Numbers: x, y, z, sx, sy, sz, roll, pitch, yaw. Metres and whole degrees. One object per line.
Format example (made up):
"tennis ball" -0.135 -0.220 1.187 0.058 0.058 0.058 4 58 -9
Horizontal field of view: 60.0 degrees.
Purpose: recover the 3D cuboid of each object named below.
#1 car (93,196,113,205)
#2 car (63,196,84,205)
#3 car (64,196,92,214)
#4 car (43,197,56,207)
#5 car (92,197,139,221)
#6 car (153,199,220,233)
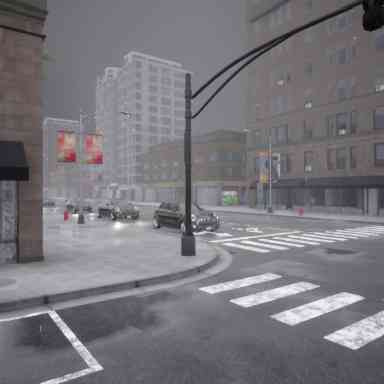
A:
"car" -15.242 1.471 56.826 1.994 1.385 4.181 0 0 -36
"car" -21.317 1.450 59.698 2.033 1.411 5.357 0 0 -36
"car" -12.167 1.454 35.595 1.837 1.490 4.892 0 0 -36
"car" -21.125 1.439 48.140 1.837 1.490 4.892 0 0 -36
"car" -6.111 1.317 27.200 2.097 1.767 4.553 0 0 -36
"car" -0.430 1.332 19.337 2.097 1.767 4.553 0 0 -36
